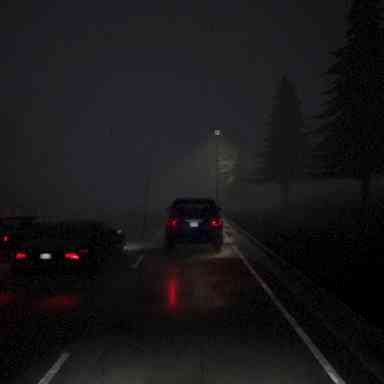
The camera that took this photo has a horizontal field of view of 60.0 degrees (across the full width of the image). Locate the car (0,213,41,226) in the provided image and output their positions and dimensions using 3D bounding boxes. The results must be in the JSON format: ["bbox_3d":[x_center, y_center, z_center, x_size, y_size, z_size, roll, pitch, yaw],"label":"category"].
[{"bbox_3d":[-6.921,1.633,13.581,1.895,1.301,4.718,0,0,0],"label":"car"}]

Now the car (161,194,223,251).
[{"bbox_3d":[0.082,1.254,14.355,2.150,2.045,5.566,0,0,0],"label":"car"}]

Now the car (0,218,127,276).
[{"bbox_3d":[-3.437,1.572,10.347,2.033,1.411,5.357,0,0,0],"label":"car"}]
